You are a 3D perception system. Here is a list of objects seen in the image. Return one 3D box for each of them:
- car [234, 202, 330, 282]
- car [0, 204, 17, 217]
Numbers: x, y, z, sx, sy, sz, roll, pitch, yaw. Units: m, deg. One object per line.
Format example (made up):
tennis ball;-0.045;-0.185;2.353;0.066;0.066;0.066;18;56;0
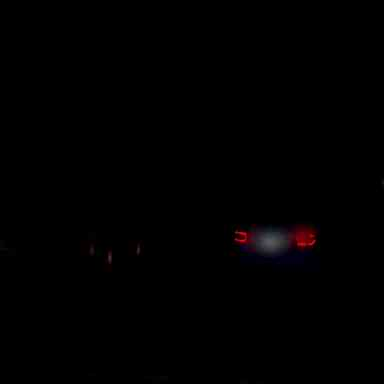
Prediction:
car;2.964;1.306;10.369;2.150;2.045;5.566;0;0;24
car;-19.072;1.788;31.782;1.994;1.385;4.181;0;0;26
